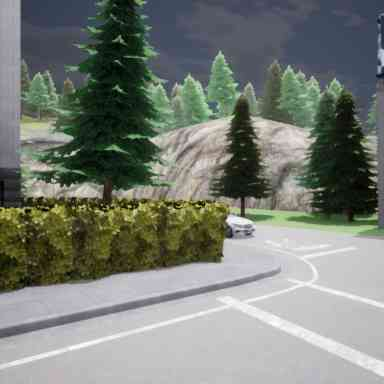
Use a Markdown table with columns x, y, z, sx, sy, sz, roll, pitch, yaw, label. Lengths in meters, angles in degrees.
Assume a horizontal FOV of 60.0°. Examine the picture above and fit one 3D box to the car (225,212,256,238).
| x | y | z | sx | sy | sz | roll | pitch | yaw | label |
| --- | --- | --- | --- | --- | --- | --- | --- | --- | --- |
| 1.477 | 1.702 | 19.120 | 1.812 | 1.442 | 4.674 | 0 | 0 | -42 | car |
